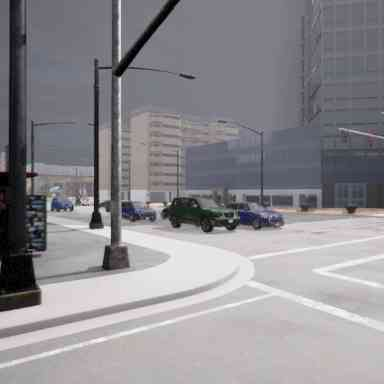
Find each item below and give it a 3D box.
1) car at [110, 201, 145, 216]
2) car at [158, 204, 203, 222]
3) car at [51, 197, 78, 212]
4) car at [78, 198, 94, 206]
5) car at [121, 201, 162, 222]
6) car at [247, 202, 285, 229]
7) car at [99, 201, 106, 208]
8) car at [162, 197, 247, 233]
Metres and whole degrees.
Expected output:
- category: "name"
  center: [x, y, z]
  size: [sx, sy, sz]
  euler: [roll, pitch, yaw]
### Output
- category: "car"
  center: [-7.486, 1.868, 38.332]
  size: [2.128, 1.511, 4.902]
  euler: [0, -1, -36]
- category: "car"
  center: [-1.078, 1.782, 29.482]
  size: [1.994, 1.385, 4.181]
  euler: [0, -1, -36]
- category: "car"
  center: [-18.799, 1.809, 48.102]
  size: [2.150, 2.045, 5.566]
  euler: [0, -1, -36]
- category: "car"
  center: [-16.339, 1.569, 50.685]
  size: [2.097, 1.767, 4.553]
  euler: [0, -1, -36]
- category: "car"
  center: [-4.924, 1.591, 28.829]
  size: [2.097, 1.767, 4.553]
  euler: [0, -1, -36]
- category: "car"
  center: [3.997, 1.472, 22.491]
  size: [2.097, 1.767, 4.553]
  euler: [0, -1, -36]
- category: "car"
  center: [-15.870, 2.300, 62.126]
  size: [1.994, 1.385, 4.181]
  euler: [0, -1, -36]
- category: "car"
  center: [0.591, 1.346, 21.225]
  size: [2.150, 2.045, 5.566]
  euler: [0, -1, -36]
